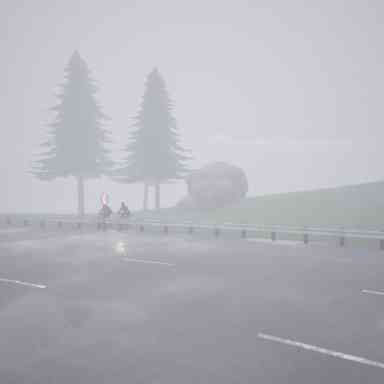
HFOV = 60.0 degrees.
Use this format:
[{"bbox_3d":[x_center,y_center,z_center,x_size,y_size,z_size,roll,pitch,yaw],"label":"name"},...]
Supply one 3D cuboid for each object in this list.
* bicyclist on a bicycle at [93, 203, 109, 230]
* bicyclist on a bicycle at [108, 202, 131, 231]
[{"bbox_3d":[-5.146,1.419,19.705,0.582,1.620,1.656,0,-3,36],"label":"bicyclist on a bicycle"},{"bbox_3d":[-3.965,1.430,19.317,0.582,1.620,1.656,0,-5,23],"label":"bicyclist on a bicycle"}]
